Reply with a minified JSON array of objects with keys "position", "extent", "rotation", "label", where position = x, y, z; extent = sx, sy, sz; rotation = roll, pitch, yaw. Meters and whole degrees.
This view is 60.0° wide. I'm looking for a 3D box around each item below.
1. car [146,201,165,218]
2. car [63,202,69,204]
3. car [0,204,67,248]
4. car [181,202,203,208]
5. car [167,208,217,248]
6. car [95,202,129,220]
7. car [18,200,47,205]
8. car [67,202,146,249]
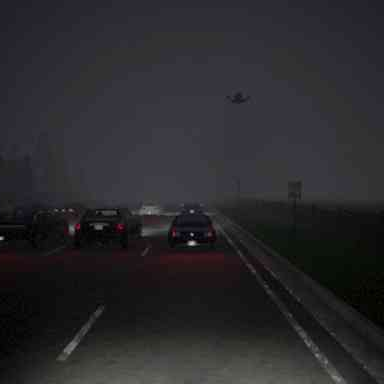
[{"position":[-3.500,1.530,29.650],"extent":[1.812,1.442,4.674],"rotation":[0,0,0],"label":"car"},{"position":[-10.500,1.560,29.650],"extent":[2.033,1.411,5.357],"rotation":[0,0,0],"label":"car"},{"position":[-7.000,1.492,14.650],"extent":[2.128,1.511,4.902],"rotation":[0,0,0],"label":"car"},{"position":[0.000,1.570,29.650],"extent":[1.994,1.385,4.181],"rotation":[0,0,0],"label":"car"},{"position":[0.000,1.613,14.680],"extent":[1.895,1.301,4.718],"rotation":[0,0,0],"label":"car"},{"position":[-7.000,1.614,29.680],"extent":[1.895,1.301,4.718],"rotation":[0,0,0],"label":"car"},{"position":[-14.000,1.482,29.650],"extent":[1.882,1.535,5.008],"rotation":[0,0,0],"label":"car"},{"position":[-3.500,1.363,14.620],"extent":[2.097,1.767,4.553],"rotation":[0,0,0],"label":"car"}]
